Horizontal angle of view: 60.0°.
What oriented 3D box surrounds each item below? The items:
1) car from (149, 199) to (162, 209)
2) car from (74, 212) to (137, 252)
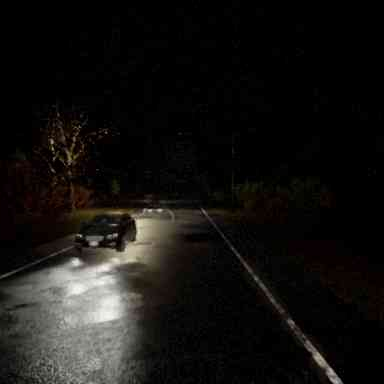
[{"bbox_3d":[-6.162,2.032,56.129,1.882,1.535,5.008,0,0,-6],"label":"car"},{"bbox_3d":[-3.622,1.651,14.691,2.128,1.511,4.902,0,-1,0],"label":"car"}]
